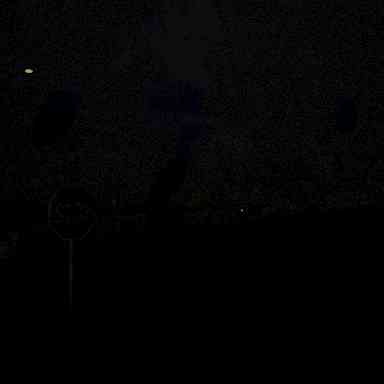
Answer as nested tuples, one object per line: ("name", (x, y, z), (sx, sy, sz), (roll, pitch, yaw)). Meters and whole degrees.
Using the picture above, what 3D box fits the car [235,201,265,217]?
("car", (6.667, 2.041, 38.291), (1.994, 1.385, 4.181), (1, 0, 36))

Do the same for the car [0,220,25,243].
("car", (-10.109, 1.592, 14.870), (1.882, 1.535, 5.008), (0, -1, 36))

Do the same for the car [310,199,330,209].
("car", (23.449, 2.292, 61.731), (1.882, 1.535, 5.008), (1, 0, 36))

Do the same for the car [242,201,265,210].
("car", (10.339, 2.192, 55.444), (1.895, 1.301, 4.718), (1, 0, 36))
